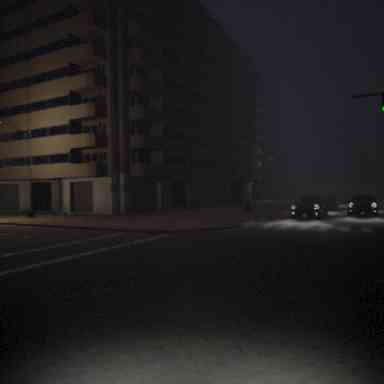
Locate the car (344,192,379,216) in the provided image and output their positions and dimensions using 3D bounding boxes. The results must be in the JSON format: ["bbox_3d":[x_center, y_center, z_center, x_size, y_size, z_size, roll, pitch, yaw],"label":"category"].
[{"bbox_3d":[13.798,0.961,26.782,2.097,1.767,4.553,-1,0,29],"label":"car"}]

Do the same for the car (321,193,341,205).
[{"bbox_3d":[18.752,0.902,45.076,1.882,1.535,5.008,-1,1,17],"label":"car"}]

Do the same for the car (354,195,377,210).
[{"bbox_3d":[18.340,1.038,35.056,2.033,1.411,5.357,-1,0,29],"label":"car"}]

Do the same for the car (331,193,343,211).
[{"bbox_3d":[13.582,1.119,33.591,2.033,1.411,5.357,-1,0,29],"label":"car"}]

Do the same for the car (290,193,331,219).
[{"bbox_3d":[8.972,1.043,25.319,2.097,1.767,4.553,-1,0,29],"label":"car"}]
